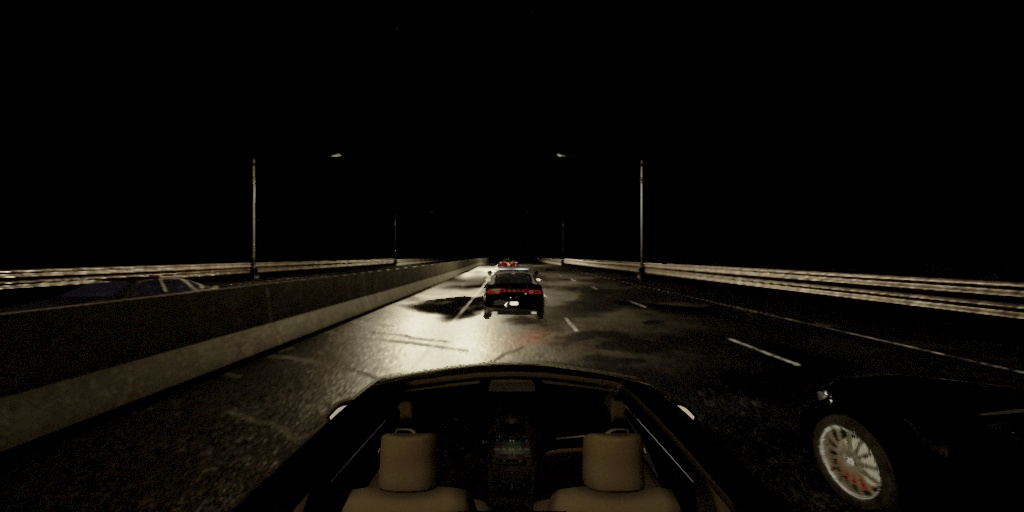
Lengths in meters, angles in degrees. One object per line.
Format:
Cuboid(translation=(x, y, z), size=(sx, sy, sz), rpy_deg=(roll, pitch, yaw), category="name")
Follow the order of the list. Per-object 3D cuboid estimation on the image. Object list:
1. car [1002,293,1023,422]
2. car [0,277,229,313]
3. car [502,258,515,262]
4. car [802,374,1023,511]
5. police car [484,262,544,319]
Cuboid(translation=(7.092, 1.226, 1.996), size=(1.882, 1.535, 5.008), rpy_deg=(0, 0, 0), category="car")
Cuboid(translation=(-10.558, 1.299, 9.996), size=(2.033, 1.411, 5.357), rpy_deg=(0, 0, 0), category="car")
Cuboid(translation=(-0.410, 1.070, 42.791), size=(2.097, 1.767, 4.553), rpy_deg=(0, 0, -1), category="car")
Cuboid(translation=(3.593, 1.275, 1.336), size=(1.812, 1.442, 4.674), rpy_deg=(0, 0, 0), category="car")
Cuboid(translation=(0.048, 1.173, 13.015), size=(1.930, 1.638, 5.238), rpy_deg=(0, 0, 0), category="police car")
